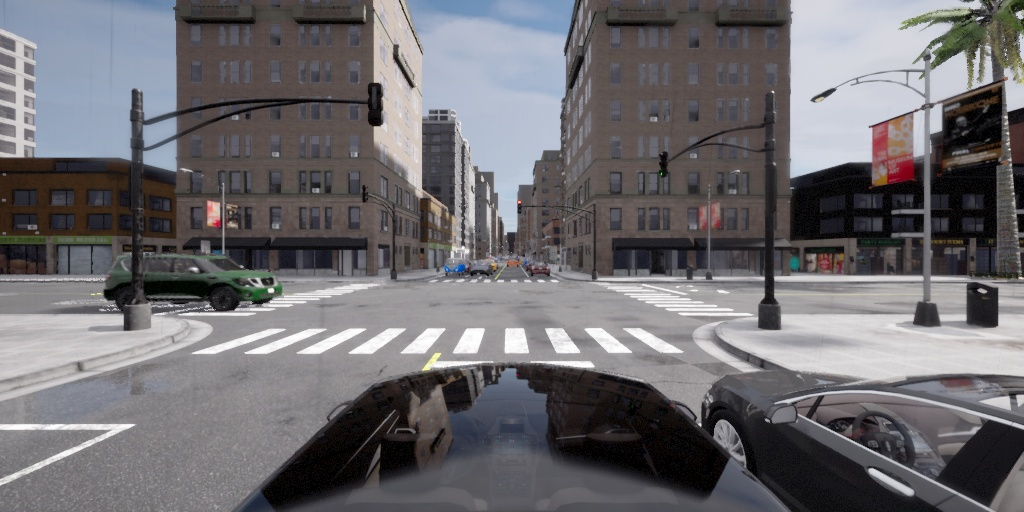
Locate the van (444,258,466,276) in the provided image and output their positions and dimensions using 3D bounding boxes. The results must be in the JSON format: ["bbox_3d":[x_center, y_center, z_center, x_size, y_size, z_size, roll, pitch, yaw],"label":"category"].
[{"bbox_3d":[-5.782,1.093,36.418,1.690,1.789,3.998,0,0,0],"label":"van"}]

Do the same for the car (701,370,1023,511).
[{"bbox_3d":[2.668,1.300,1.749,2.007,1.370,4.403,0,0,0],"label":"car"}]

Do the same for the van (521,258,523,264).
[{"bbox_3d":[2.799,1.094,59.076,1.690,1.789,3.998,0,0,0],"label":"van"}]

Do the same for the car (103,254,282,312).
[{"bbox_3d":[-11.930,0.958,13.615,5.566,2.045,2.150,0,0,0],"label":"car"}]

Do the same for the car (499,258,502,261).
[{"bbox_3d":[-2.968,1.354,56.228,1.895,1.301,4.718,0,0,0],"label":"car"}]

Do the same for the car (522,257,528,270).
[{"bbox_3d":[2.771,1.193,47.737,1.967,1.591,4.097,0,0,0],"label":"car"}]

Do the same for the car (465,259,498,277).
[{"bbox_3d":[-2.997,1.300,36.608,2.033,1.411,5.357,0,0,4],"label":"car"}]

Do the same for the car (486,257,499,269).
[{"bbox_3d":[-3.001,1.231,46.309,1.882,1.535,5.008,0,0,0],"label":"car"}]

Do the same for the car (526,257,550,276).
[{"bbox_3d":[2.743,1.192,36.399,1.967,1.591,4.097,0,0,0],"label":"car"}]
